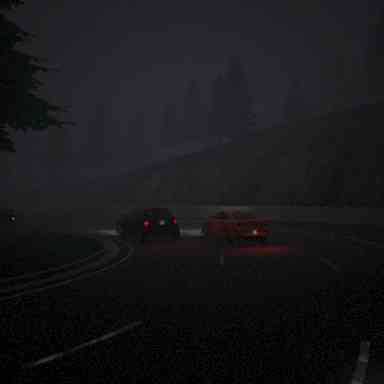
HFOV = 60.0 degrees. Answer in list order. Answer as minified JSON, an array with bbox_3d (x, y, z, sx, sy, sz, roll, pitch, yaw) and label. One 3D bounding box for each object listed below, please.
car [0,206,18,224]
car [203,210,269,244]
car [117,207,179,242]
[{"bbox_3d":[-17.103,1.967,28.037,4.892,1.490,1.837,-1,-1,14],"label":"car"},{"bbox_3d":[2.077,1.667,17.124,1.882,1.535,5.008,1,-1,-16],"label":"car"},{"bbox_3d":[-2.536,1.589,18.221,2.097,1.767,4.553,0,-1,-30],"label":"car"}]
